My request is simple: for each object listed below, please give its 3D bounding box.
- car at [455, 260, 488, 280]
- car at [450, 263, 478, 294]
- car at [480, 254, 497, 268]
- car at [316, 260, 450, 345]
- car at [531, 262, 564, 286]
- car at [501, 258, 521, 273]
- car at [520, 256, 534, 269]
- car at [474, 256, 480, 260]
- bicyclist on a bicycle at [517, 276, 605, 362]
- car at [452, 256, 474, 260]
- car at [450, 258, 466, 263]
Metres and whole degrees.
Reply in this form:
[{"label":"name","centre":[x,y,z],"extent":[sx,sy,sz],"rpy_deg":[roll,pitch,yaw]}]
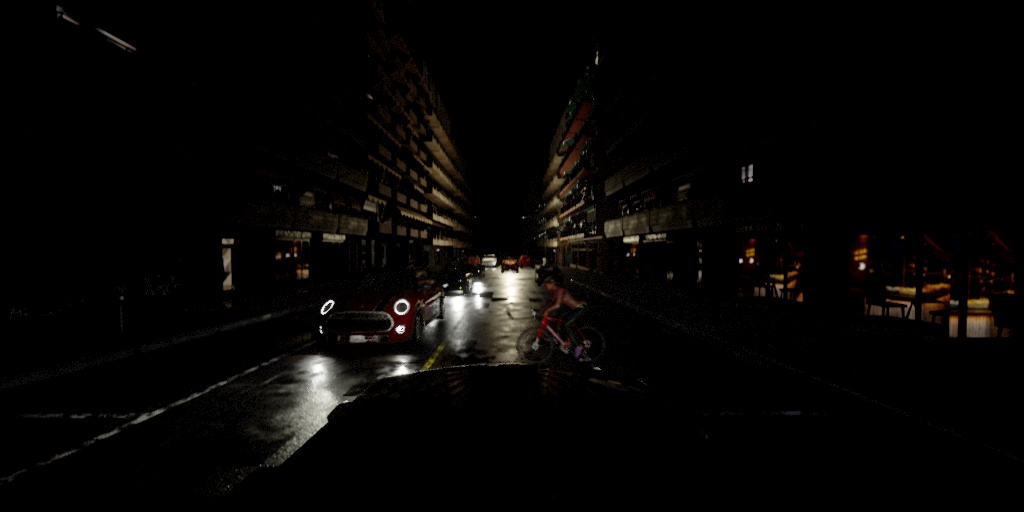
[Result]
[{"label":"car","centre":[-3.289,1.256,29.815],"extent":[1.895,1.301,4.718],"rpy_deg":[0,0,0]},{"label":"car","centre":[-3.227,1.255,19.603],"extent":[1.994,1.385,4.181],"rpy_deg":[0,0,0]},{"label":"car","centre":[-3.551,0.778,56.318],"extent":[2.150,2.045,5.566],"rpy_deg":[0,0,0]},{"label":"car","centre":[-3.151,1.077,9.497],"extent":[2.097,1.767,4.553],"rpy_deg":[0,0,-1]},{"label":"car","centre":[2.475,1.256,24.093],"extent":[1.802,1.307,4.207],"rpy_deg":[0,0,0]},{"label":"car","centre":[-0.229,1.217,40.494],"extent":[1.895,1.301,4.718],"rpy_deg":[0,0,0]},{"label":"car","centre":[2.222,0.887,52.413],"extent":[2.192,1.841,5.009],"rpy_deg":[0,0,0]},{"label":"car","centre":[-6.125,1.118,52.281],"extent":[1.888,1.381,4.507],"rpy_deg":[0,0,0]},{"label":"bicyclist on a bicycle","centre":[0.894,1.185,6.619],"extent":[1.656,1.620,0.582],"rpy_deg":[-2,0,0]},{"label":"car","centre":[-6.024,0.930,40.951],"extent":[2.192,1.841,5.009],"rpy_deg":[0,0,0]},{"label":"car","centre":[-5.972,1.161,35.116],"extent":[1.751,1.417,4.829],"rpy_deg":[0,0,0]}]
